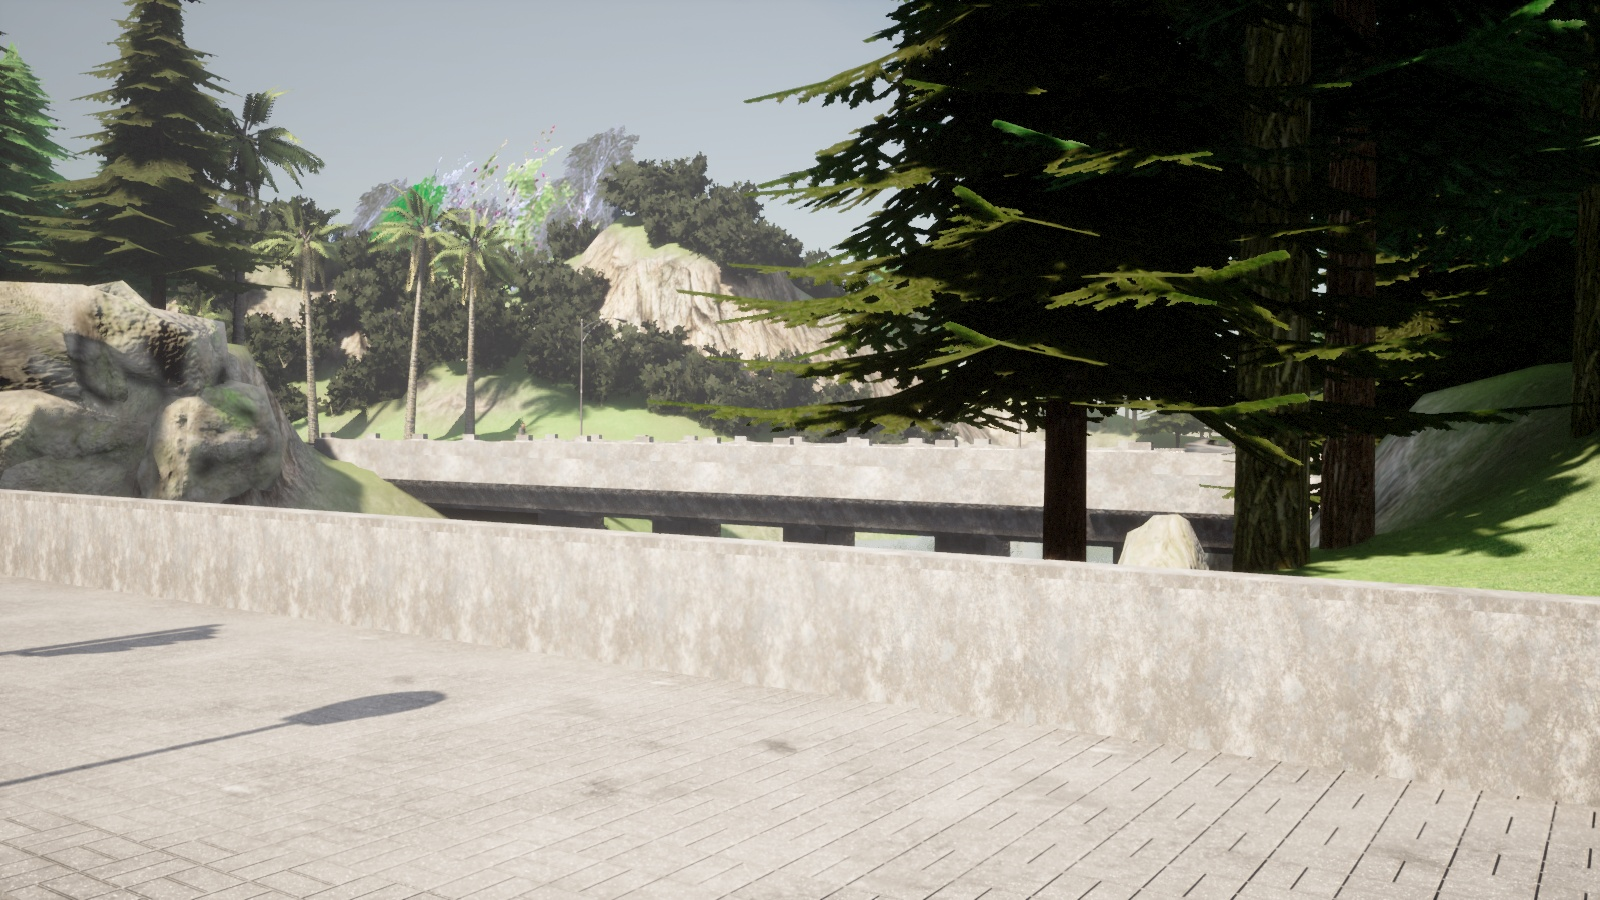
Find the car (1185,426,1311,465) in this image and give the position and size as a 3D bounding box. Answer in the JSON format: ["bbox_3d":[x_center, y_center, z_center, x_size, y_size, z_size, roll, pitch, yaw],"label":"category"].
[{"bbox_3d":[18.365,-0.191,51.484,4.514,1.525,2.007,0,1,34],"label":"car"}]
